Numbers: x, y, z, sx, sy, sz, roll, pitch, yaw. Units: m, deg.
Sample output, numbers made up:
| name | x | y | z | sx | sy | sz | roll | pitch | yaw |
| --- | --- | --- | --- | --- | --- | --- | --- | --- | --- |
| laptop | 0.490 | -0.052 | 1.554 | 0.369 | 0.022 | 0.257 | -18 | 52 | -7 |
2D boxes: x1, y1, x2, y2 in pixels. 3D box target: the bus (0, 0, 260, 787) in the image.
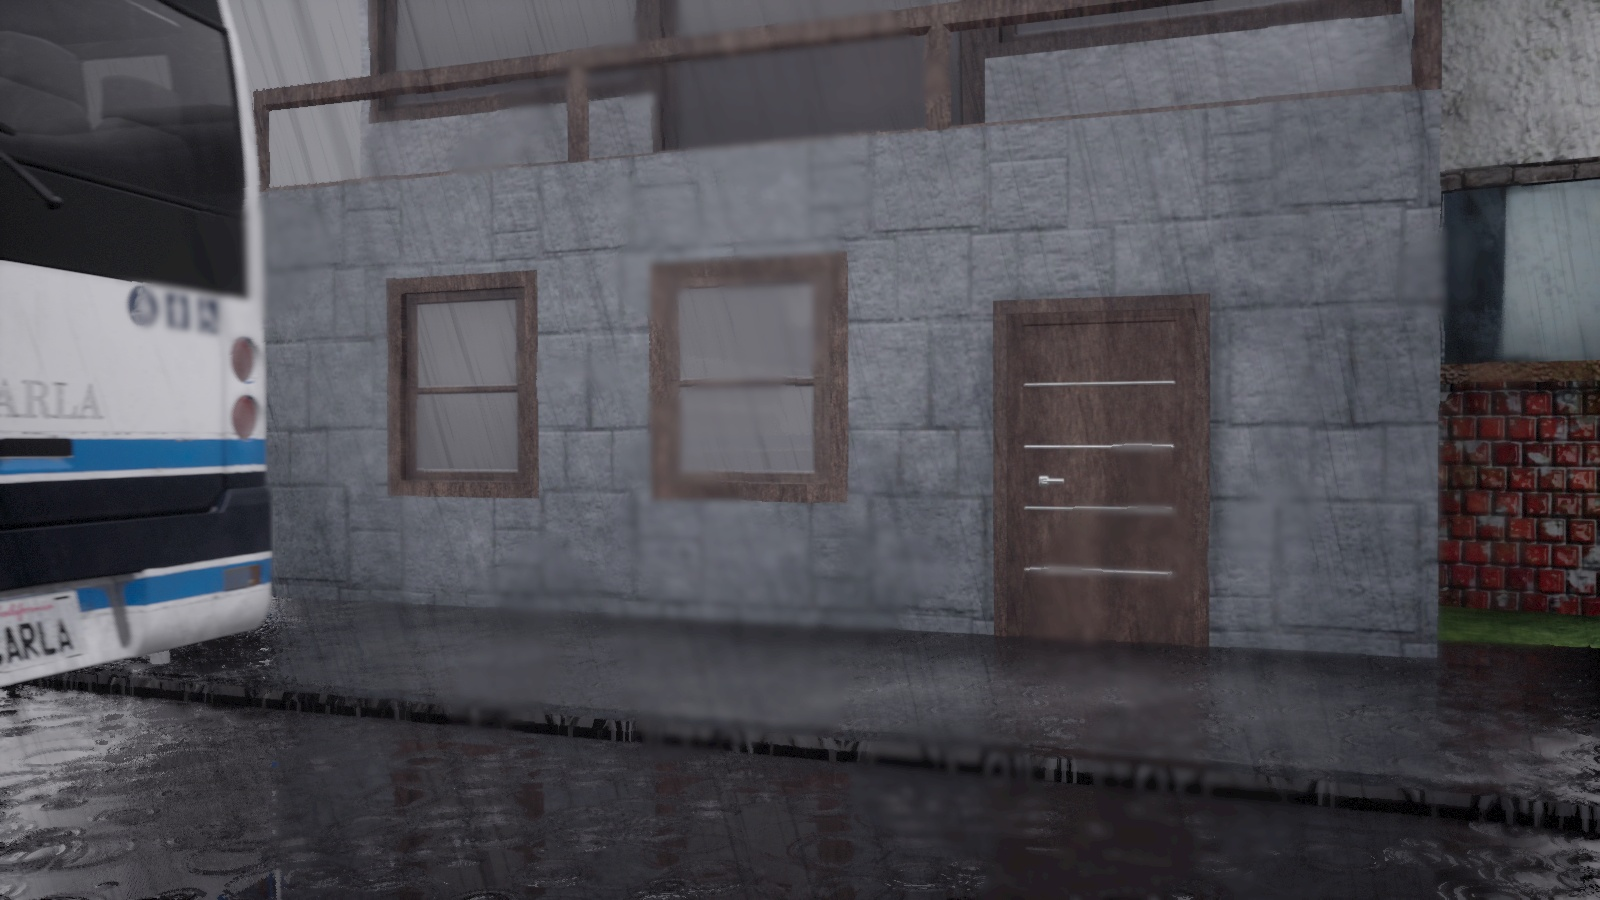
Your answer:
| name | x | y | z | sx | sy | sz | roll | pitch | yaw |
| --- | --- | --- | --- | --- | --- | --- | --- | --- | --- |
| bus | -8.547 | -0.684 | 6.390 | 10.273 | 4.253 | 3.944 | 0 | 1 | 12 |
